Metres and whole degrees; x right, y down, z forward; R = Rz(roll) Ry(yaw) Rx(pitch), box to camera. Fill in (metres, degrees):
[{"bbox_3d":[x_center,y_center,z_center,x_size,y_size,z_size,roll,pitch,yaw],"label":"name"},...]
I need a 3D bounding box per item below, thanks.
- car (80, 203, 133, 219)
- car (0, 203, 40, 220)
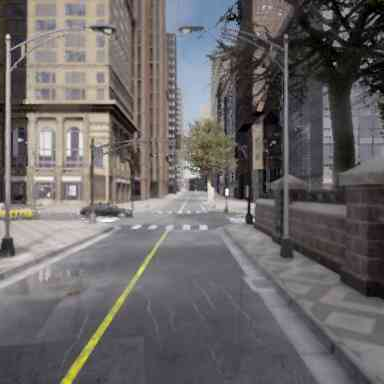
[{"bbox_3d":[-7.591,1.687,29.753,4.674,1.442,1.812,2,0,0],"label":"car"},{"bbox_3d":[-14.926,1.547,27.036,4.829,1.417,1.752,1,-1,0],"label":"car"}]
